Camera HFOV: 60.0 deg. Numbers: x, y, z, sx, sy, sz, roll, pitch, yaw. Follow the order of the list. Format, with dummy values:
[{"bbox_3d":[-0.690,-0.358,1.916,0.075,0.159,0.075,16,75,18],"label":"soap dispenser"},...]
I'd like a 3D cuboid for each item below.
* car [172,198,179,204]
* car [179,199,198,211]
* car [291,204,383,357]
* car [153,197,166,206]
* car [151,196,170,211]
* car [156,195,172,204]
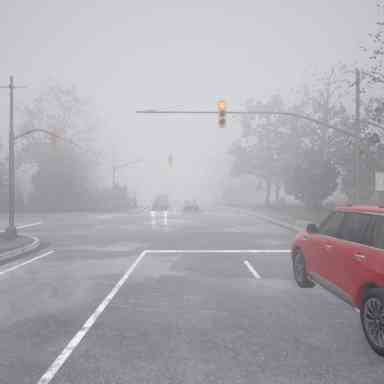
[{"bbox_3d":[-4.641,2.316,83.254,1.882,1.535,5.008,0,-1,-22],"label":"car"},{"bbox_3d":[-0.238,1.608,42.119,2.033,1.411,5.357,0,-1,-3],"label":"car"},{"bbox_3d":[3.590,1.221,6.131,2.150,2.045,5.566,0,0,0],"label":"car"},{"bbox_3d":[-6.225,1.768,62.586,2.097,1.767,4.553,0,-1,-10],"label":"car"},{"bbox_3d":[-4.075,1.572,42.521,1.837,1.490,4.892,0,-1,-3],"label":"car"},{"bbox_3d":[-4.802,1.424,52.393,2.150,2.045,5.566,0,-1,-7],"label":"car"}]
